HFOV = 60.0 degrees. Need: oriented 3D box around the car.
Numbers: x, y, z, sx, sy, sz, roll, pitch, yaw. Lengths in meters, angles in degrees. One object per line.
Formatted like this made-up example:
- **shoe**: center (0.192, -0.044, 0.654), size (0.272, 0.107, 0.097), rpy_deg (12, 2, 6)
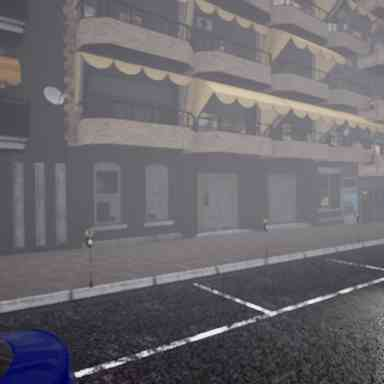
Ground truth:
- **car**: center (-2.807, 1.519, 1.335), size (4.674, 1.442, 1.812), rpy_deg (0, 0, -35)
